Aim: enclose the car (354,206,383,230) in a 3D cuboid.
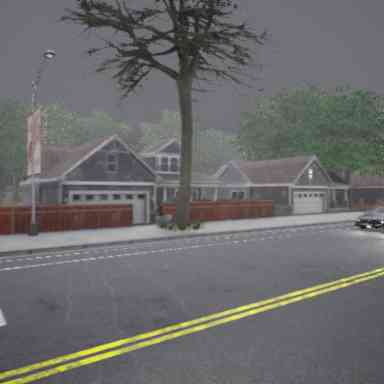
[{"bbox_3d":[12.160,1.561,20.357,5.357,1.411,2.033,0,0,-36],"label":"car"}]
